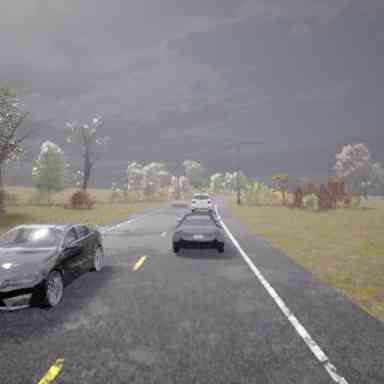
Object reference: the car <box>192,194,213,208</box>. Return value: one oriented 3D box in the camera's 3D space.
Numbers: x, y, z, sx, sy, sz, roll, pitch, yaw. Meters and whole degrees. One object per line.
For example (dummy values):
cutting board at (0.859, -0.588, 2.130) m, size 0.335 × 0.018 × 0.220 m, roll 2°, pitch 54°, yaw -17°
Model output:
car at (1.132, 1.215, 37.077) m, size 2.150 × 2.045 × 5.566 m, roll 0°, pitch 0°, yaw 3°

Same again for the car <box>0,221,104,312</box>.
car at (-3.523, 1.492, 7.929) m, size 2.128 × 1.511 × 4.902 m, roll 0°, pitch 0°, yaw 1°

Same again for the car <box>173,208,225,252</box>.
car at (0.276, 1.565, 13.913) m, size 1.994 × 1.385 × 4.181 m, roll 0°, pitch 0°, yaw 1°

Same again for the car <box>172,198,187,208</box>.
car at (-1.830, 1.589, 48.782) m, size 1.895 × 1.301 × 4.718 m, roll 0°, pitch 0°, yaw 4°
